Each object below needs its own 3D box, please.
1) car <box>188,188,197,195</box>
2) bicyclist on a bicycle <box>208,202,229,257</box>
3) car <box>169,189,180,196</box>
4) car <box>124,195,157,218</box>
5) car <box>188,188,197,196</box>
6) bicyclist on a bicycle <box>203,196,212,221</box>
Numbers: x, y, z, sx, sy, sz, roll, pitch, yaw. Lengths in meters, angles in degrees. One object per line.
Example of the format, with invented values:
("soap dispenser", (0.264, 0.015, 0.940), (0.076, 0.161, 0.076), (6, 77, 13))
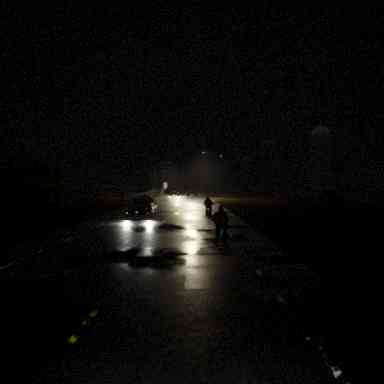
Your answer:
("car", (0.024, -0.196, 82.673), (2.128, 1.511, 4.902), (0, 1, 0))
("bicyclist on a bicycle", (0.968, 1.262, 11.051), (0.582, 1.620, 1.656), (0, 1, 0))
("car", (-3.487, 0.128, 65.887), (1.837, 1.490, 4.892), (0, 1, 0))
("car", (-3.583, 1.017, 23.978), (1.837, 1.490, 4.892), (0, 1, 0))
("car", (0.067, 0.098, 65.954), (1.837, 1.490, 4.892), (0, 1, 1))
("bicyclist on a bicycle", (0.971, 1.060, 20.012), (0.582, 1.620, 1.656), (0, 1, 0))
